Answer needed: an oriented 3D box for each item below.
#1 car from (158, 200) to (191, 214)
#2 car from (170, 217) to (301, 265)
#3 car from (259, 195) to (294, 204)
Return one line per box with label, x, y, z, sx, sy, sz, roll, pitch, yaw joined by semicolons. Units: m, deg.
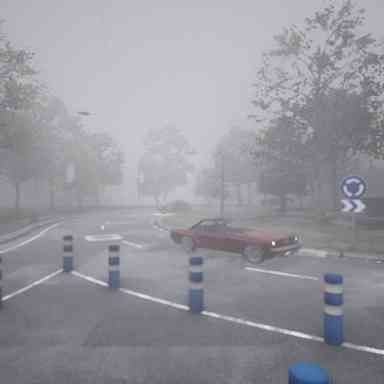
car;-1.872;1.580;36.235;1.994;1.385;4.181;0;0;34
car;1.415;1.628;12.049;4.718;1.301;1.895;0;0;44
car;11.461;1.182;45.250;4.892;1.490;1.837;0;0;-9
